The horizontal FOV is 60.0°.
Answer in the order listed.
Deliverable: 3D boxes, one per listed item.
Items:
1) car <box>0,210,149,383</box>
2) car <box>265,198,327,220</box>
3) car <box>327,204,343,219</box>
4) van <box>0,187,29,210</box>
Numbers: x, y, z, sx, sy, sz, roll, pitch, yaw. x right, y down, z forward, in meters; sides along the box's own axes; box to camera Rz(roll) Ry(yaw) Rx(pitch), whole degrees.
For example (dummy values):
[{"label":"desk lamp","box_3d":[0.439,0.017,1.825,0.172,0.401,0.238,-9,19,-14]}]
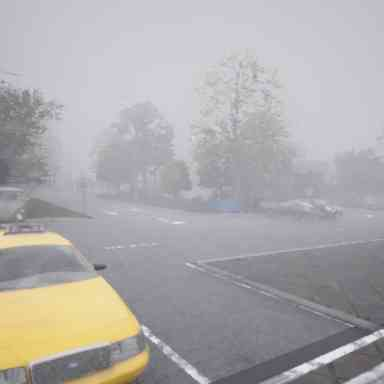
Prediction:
[{"label":"car","box_3d":[-2.453,1.312,4.970,1.946,1.575,5.366,1,1,-34]},{"label":"car","box_3d":[8.190,1.417,27.349,2.002,1.452,4.674,2,1,-34]},{"label":"car","box_3d":[10.783,1.333,29.180,2.185,1.767,4.553,2,1,-34]},{"label":"van","box_3d":[-8.890,0.740,15.500,1.878,1.987,4.442,1,1,-34]}]
